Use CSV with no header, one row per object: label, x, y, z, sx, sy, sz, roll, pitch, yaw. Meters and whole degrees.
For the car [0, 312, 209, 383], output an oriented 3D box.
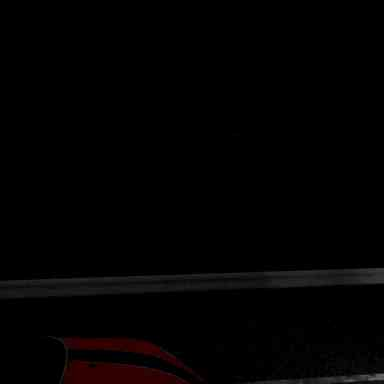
car,-1.880,1.352,1.634,4.553,1.767,2.097,0,0,-6
